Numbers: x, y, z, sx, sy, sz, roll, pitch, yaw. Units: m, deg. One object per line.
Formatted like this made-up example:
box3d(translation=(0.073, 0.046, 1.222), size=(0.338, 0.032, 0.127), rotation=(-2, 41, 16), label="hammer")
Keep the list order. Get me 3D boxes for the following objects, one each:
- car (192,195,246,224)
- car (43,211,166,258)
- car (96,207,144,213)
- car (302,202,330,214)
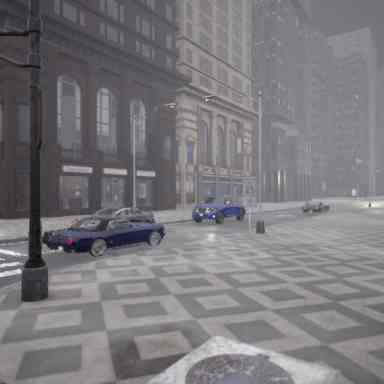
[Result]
box3d(translation=(2.253, 1.295, 26.135), size=(2.150, 2.045, 5.566), rotation=(0, 0, 35), label="car")
box3d(translation=(-3.151, 1.627, 13.072), size=(1.895, 1.301, 4.718), rotation=(0, 0, 36), label="car")
box3d(translation=(-3.995, 1.533, 17.409), size=(2.128, 1.511, 4.902), rotation=(0, 0, 34), label="car")
box3d(translation=(13.800, 1.712, 36.774), size=(1.895, 1.301, 4.718), rotation=(0, 0, 36), label="car")
